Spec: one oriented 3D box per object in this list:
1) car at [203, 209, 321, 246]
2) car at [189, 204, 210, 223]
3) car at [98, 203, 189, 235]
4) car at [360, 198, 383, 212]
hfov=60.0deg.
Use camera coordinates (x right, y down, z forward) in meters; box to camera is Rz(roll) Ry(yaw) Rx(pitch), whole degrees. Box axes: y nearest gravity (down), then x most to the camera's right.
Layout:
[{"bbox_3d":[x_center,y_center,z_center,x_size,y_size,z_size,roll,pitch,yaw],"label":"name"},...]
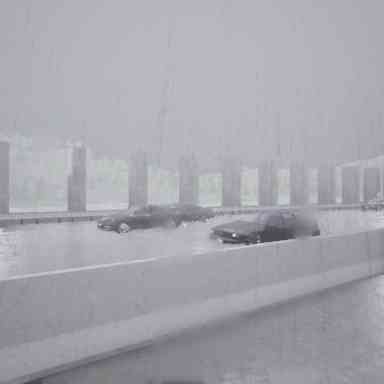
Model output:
[{"bbox_3d":[3.356,1.547,14.638,5.357,1.411,2.033,0,0,-33],"label":"car"},{"bbox_3d":[-0.882,1.548,24.401,5.357,1.411,2.033,0,0,-33],"label":"car"},{"bbox_3d":[-2.862,1.506,18.939,4.892,1.490,1.837,0,0,-34],"label":"car"},{"bbox_3d":[21.477,1.507,38.301,4.892,1.490,1.837,1,0,-31],"label":"car"}]
